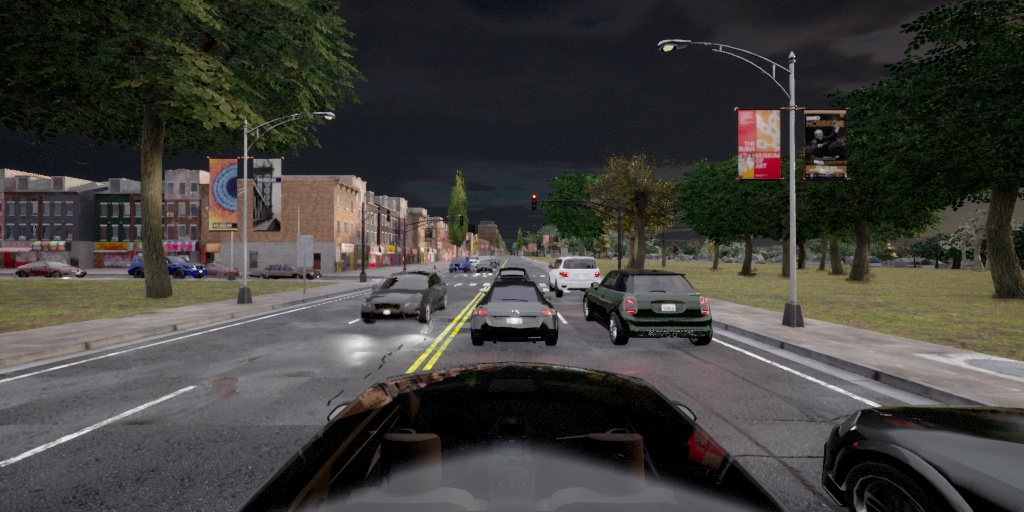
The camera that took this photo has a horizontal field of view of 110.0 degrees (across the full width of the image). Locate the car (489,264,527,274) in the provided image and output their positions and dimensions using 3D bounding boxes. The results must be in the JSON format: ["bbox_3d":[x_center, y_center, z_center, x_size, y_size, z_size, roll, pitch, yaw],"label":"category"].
[{"bbox_3d":[0.018,1.331,18.409,1.837,1.490,4.892,0,0,0],"label":"car"}]

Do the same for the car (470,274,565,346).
[{"bbox_3d":[0.063,1.332,9.497,1.994,1.385,4.181,0,0,0],"label":"car"}]

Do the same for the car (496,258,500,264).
[{"bbox_3d":[-3.425,1.347,57.271,1.994,1.385,4.181,0,1,0],"label":"car"}]

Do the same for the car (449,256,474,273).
[{"bbox_3d":[-6.670,1.081,46.578,2.150,2.045,5.566,0,0,0],"label":"car"}]

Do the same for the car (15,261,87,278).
[{"bbox_3d":[-39.734,1.194,30.927,4.674,1.442,1.812,0,0,0],"label":"car"}]

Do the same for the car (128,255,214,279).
[{"bbox_3d":[-29.607,0.963,30.927,5.566,2.045,2.150,0,0,0],"label":"car"}]

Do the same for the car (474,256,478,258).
[{"bbox_3d":[-6.676,0.978,60.224,2.150,2.045,5.566,0,0,0],"label":"car"}]

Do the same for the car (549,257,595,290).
[{"bbox_3d":[3.268,1.054,19.407,2.150,2.045,5.566,0,0,0],"label":"car"}]

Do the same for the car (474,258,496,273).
[{"bbox_3d":[-3.418,1.366,46.049,1.837,1.490,4.892,0,0,0],"label":"car"}]

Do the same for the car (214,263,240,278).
[{"bbox_3d":[-28.227,1.339,33.863,4.181,1.385,1.994,0,0,0],"label":"car"}]

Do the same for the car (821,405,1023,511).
[{"bbox_3d":[3.341,1.314,0.966,1.994,1.385,4.181,0,0,0],"label":"car"}]

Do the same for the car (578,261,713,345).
[{"bbox_3d":[3.315,1.121,9.693,2.097,1.767,4.553,0,0,0],"label":"car"}]

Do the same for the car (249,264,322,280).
[{"bbox_3d":[-19.419,1.383,30.892,5.357,1.411,2.033,1,0,-3],"label":"car"}]

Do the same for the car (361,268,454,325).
[{"bbox_3d":[-3.366,1.288,12.060,1.837,1.490,4.892,0,-1,0],"label":"car"}]
